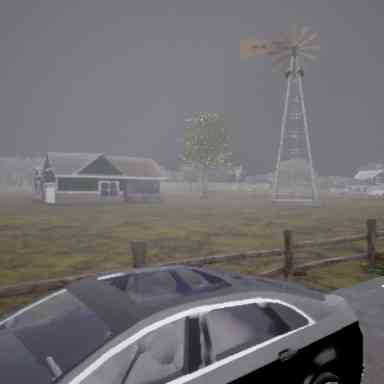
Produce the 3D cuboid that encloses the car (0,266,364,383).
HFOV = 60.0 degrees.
[{"bbox_3d":[-0.541,1.491,2.682,4.902,1.511,2.128,0,0,-35],"label":"car"}]
